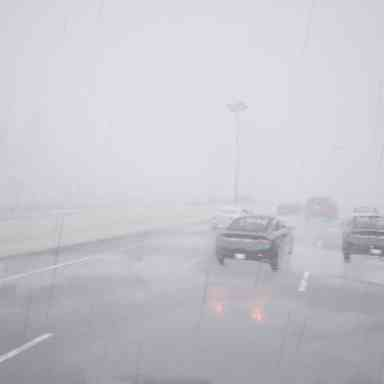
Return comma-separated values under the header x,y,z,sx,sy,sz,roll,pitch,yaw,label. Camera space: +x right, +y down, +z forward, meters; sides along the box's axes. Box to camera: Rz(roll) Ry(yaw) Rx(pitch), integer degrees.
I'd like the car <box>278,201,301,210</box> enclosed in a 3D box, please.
x,y,z,sx,sy,sz,roll,pitch,yaw,label
10.372,1.707,34.518,1.882,1.535,5.008,0,0,31,car

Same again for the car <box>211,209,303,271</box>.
x,y,z,sx,sy,sz,roll,pitch,yaw,label
2.307,1.554,11.302,2.128,1.511,4.902,1,0,24,car

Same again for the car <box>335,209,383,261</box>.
x,y,z,sx,sy,sz,roll,pitch,yaw,label
6.572,1.604,12.222,2.128,1.511,4.902,1,0,25,car

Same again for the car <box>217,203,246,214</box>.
x,y,z,sx,sy,sz,roll,pitch,yaw,label
2.638,1.621,20.246,1.812,1.442,4.674,0,0,26,car

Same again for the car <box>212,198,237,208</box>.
x,y,z,sx,sy,sz,roll,pitch,yaw,label
5.175,1.758,52.657,1.812,1.442,4.674,0,0,35,car

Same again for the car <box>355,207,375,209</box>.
x,y,z,sx,sy,sz,roll,pitch,yaw,label
13.914,1.844,26.702,1.895,1.301,4.718,1,0,29,car

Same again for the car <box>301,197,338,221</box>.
x,y,z,sx,sy,sz,roll,pitch,yaw,label
11.655,1.452,29.810,2.150,2.045,5.566,0,0,30,car
